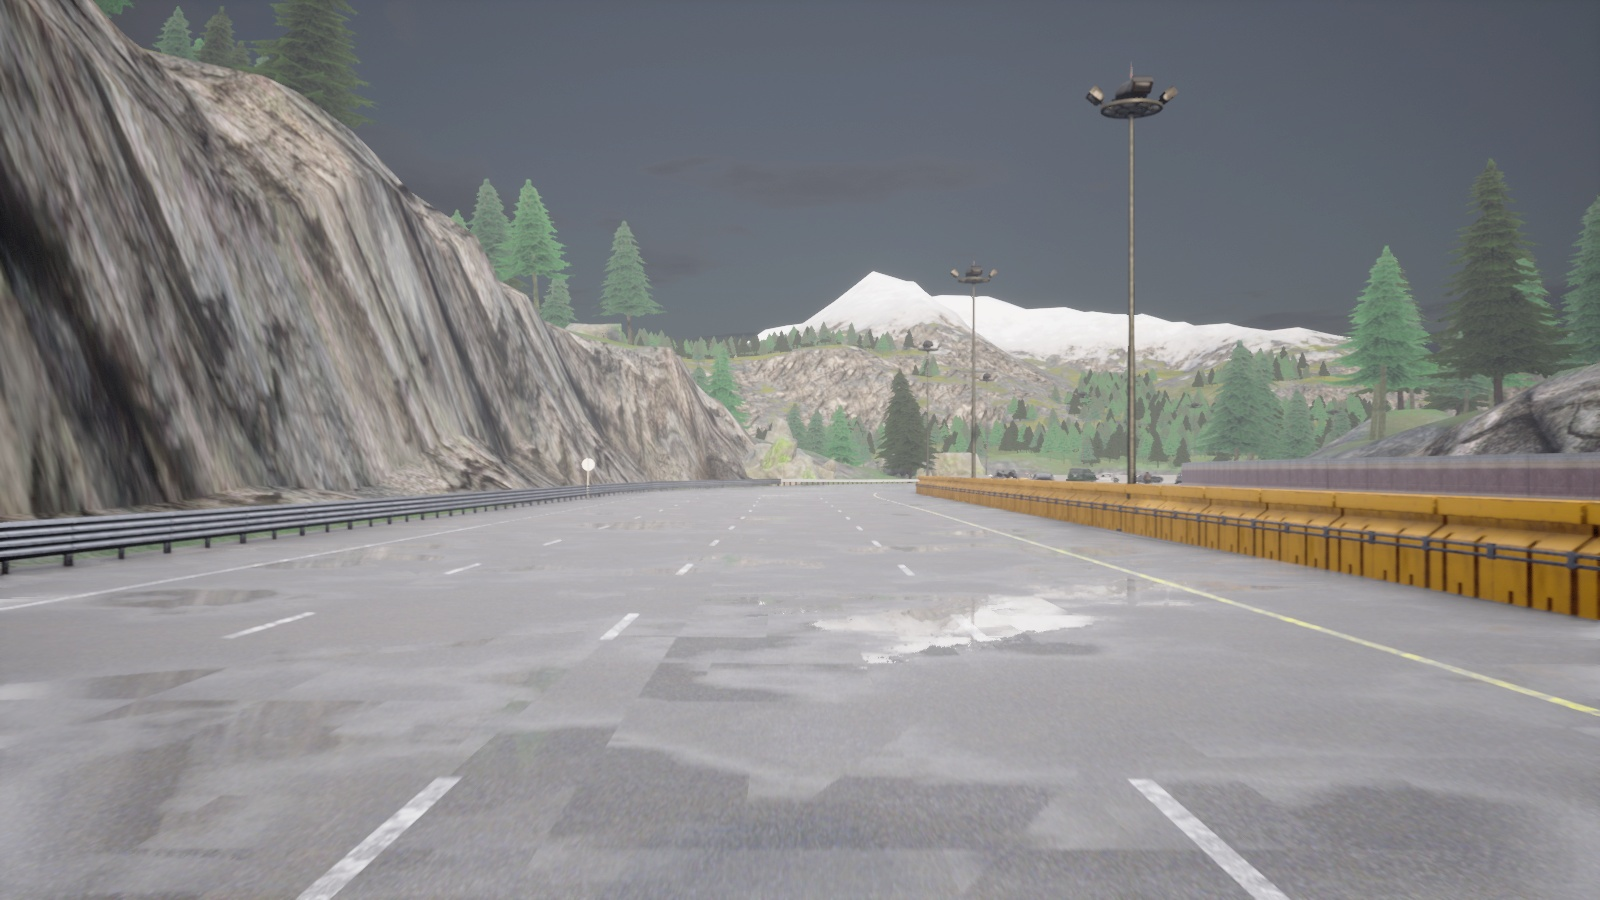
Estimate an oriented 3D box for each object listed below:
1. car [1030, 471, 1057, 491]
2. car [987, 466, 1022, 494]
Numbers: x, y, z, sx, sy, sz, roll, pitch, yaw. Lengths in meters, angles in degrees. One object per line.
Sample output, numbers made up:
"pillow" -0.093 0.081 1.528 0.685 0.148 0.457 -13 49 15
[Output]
"car" 18.722 2.365 96.796 1.837 1.490 4.892 -1 -1 9
"car" 13.799 1.998 84.957 1.932 1.855 4.605 -1 -1 4
